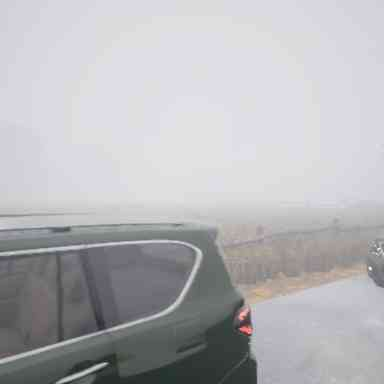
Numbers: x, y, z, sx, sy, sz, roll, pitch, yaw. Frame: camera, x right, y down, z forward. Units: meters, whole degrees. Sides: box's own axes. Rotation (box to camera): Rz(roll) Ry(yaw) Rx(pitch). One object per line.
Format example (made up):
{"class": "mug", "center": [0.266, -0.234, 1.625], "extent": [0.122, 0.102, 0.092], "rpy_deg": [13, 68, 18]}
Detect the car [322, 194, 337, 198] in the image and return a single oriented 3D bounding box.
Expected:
{"class": "car", "center": [36.750, 1.362, 87.589], "extent": [1.932, 1.855, 4.605], "rpy_deg": [0, 0, -36]}

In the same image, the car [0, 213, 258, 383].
{"class": "car", "center": [-2.028, 1.216, 2.024], "extent": [5.566, 2.045, 2.150], "rpy_deg": [1, 0, -36]}

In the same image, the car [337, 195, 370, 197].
{"class": "car", "center": [33.236, 1.536, 68.621], "extent": [2.242, 1.667, 4.611], "rpy_deg": [0, 0, -36]}

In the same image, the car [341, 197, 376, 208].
{"class": "car", "center": [20.053, 1.610, 37.487], "extent": [2.033, 1.411, 5.357], "rpy_deg": [0, 0, -35]}

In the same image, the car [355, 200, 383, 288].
{"class": "car", "center": [6.596, 1.275, 8.198], "extent": [5.566, 2.045, 2.150], "rpy_deg": [0, 0, -36]}
